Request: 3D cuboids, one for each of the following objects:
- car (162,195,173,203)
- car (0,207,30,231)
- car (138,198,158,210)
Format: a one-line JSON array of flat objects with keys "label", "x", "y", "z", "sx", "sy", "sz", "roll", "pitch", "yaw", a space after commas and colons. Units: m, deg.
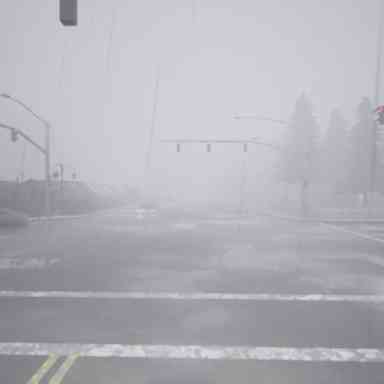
[{"label": "car", "x": -5.017, "y": 1.454, "z": 69.142, "sx": 1.837, "sy": 1.490, "sz": 4.892, "roll": 0, "pitch": 0, "yaw": 2}, {"label": "car", "x": -11.845, "y": 1.599, "z": 19.530, "sx": 4.181, "sy": 1.385, "sz": 1.994, "roll": 0, "pitch": 1, "yaw": -19}, {"label": "car", "x": -5.705, "y": 1.547, "z": 43.425, "sx": 1.812, "sy": 1.442, "sz": 4.674, "roll": 0, "pitch": 1, "yaw": 2}]
